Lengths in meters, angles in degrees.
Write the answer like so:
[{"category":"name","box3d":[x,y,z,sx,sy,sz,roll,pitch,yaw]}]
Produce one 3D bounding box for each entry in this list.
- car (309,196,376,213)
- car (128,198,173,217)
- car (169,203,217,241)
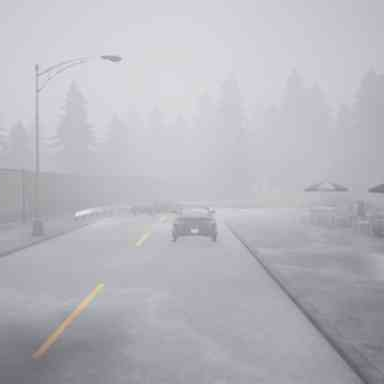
[{"category":"car","box3d":[13.035,1.086,28.803,5.357,1.411,2.033,0,1,4]},{"category":"car","box3d":[-2.888,1.180,26.370,1.895,1.301,4.718,0,1,30]},{"category":"car","box3d":[0.106,1.282,15.125,1.812,1.442,4.674,0,1,0]}]
